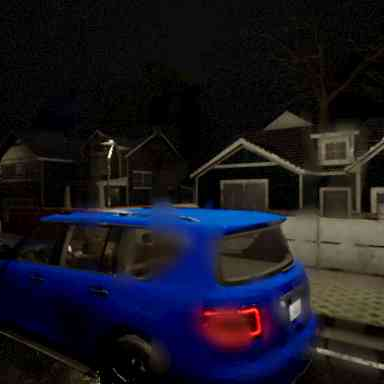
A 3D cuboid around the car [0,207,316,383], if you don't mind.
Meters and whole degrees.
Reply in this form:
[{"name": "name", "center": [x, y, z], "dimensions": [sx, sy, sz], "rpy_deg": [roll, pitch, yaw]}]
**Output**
[{"name": "car", "center": [-1.172, 1.246, 4.782], "dimensions": [5.566, 2.045, 2.150], "rpy_deg": [-1, 0, 36]}]
